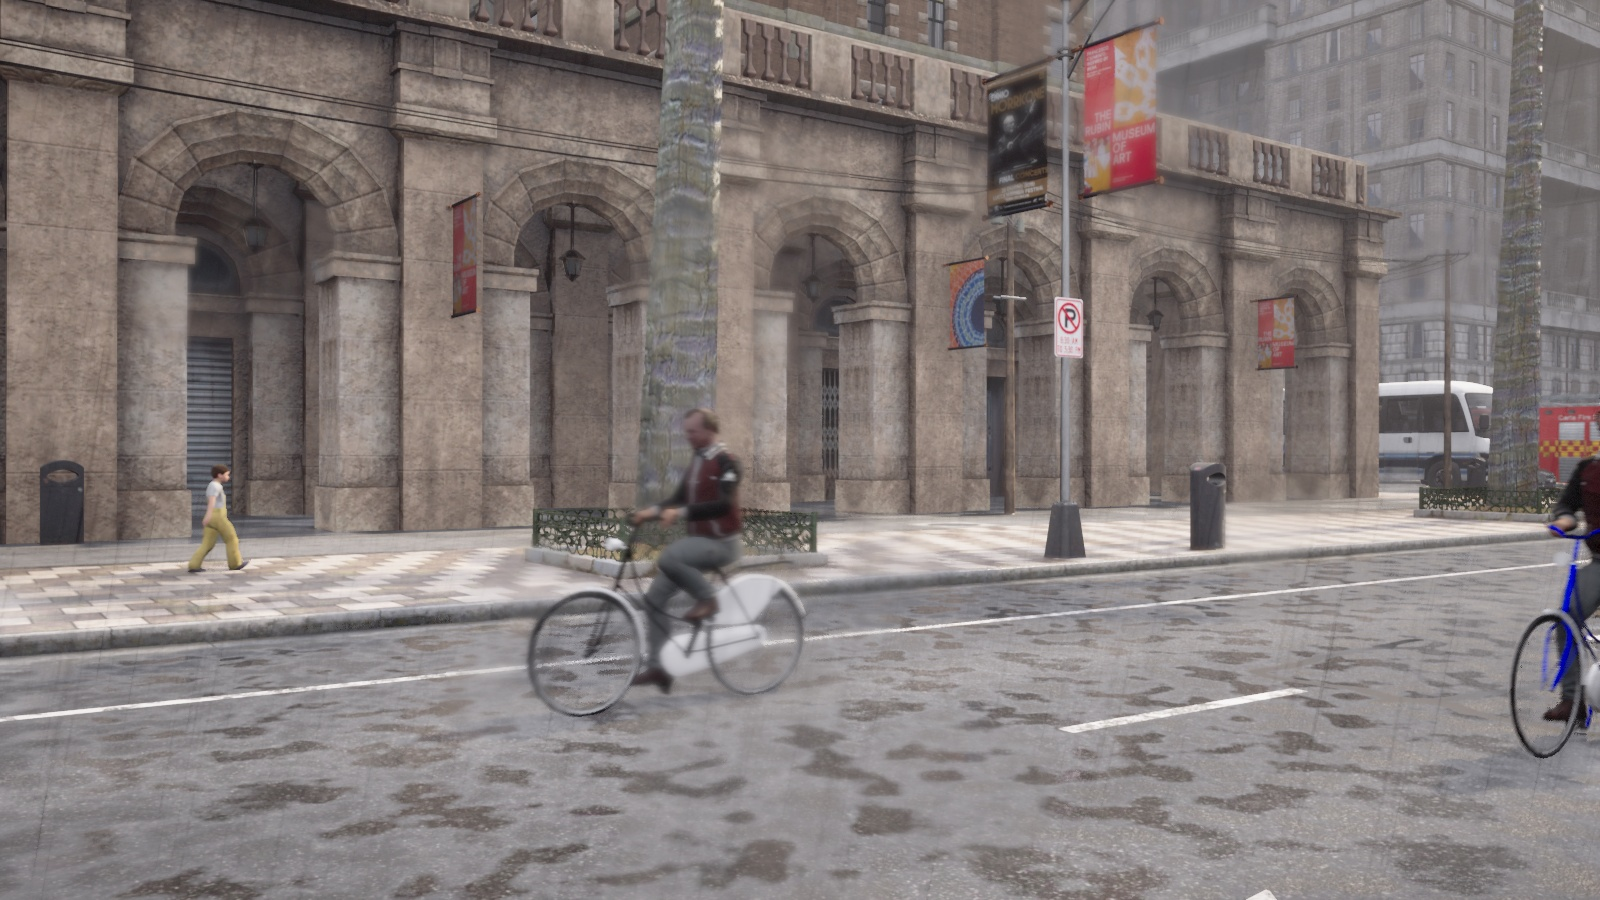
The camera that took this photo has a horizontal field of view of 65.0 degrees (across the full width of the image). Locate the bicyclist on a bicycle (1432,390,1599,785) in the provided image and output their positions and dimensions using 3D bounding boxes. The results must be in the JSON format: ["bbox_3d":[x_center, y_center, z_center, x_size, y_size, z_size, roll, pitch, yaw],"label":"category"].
[{"bbox_3d":[4.062,0.622,6.434,1.843,1.776,0.659,0,0,-34],"label":"bicyclist on a bicycle"}]

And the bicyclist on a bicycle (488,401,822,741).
[{"bbox_3d":[-0.812,0.635,7.341,1.843,1.776,0.659,0,0,-34],"label":"bicyclist on a bicycle"}]

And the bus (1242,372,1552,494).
[{"bbox_3d":[22.864,-0.562,48.915,3.944,4.253,10.273,0,0,-35],"label":"bus"}]

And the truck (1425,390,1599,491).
[{"bbox_3d":[30.162,-0.362,50.676,2.891,3.827,8.468,0,0,-35],"label":"truck"}]

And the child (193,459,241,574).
[{"bbox_3d":[-6.525,0.730,14.054,0.437,1.263,0.270,0,0,-39],"label":"child"}]

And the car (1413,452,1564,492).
[{"bbox_3d":[26.913,0.811,49.256,1.837,1.490,4.892,0,0,-34],"label":"car"}]
